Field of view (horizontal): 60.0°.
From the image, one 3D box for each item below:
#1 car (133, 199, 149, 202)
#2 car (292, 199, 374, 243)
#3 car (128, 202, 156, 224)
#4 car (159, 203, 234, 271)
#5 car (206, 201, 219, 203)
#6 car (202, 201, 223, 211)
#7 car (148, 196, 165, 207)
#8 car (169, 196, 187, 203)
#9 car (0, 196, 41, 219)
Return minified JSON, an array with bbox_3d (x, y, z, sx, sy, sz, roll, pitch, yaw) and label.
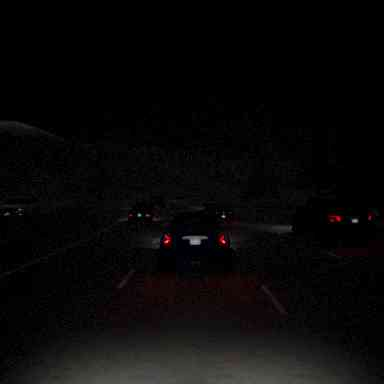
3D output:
[{"bbox_3d":[-7.850,1.959,48.563,1.895,1.301,4.718,0,0,-14],"label":"car"},{"bbox_3d":[6.966,1.351,17.094,2.150,2.045,5.566,0,0,-2],"label":"car"},{"bbox_3d":[-4.059,1.743,26.423,2.033,1.411,5.357,0,0,-6],"label":"car"},{"bbox_3d":[0.068,1.436,11.420,2.097,1.767,4.553,0,-1,-1],"label":"car"},{"bbox_3d":[2.440,1.829,30.766,1.895,1.301,4.718,0,0,-7],"label":"car"},{"bbox_3d":[2.915,1.960,48.612,1.895,1.301,4.718,0,0,-13],"label":"car"},{"bbox_3d":[-5.931,1.626,54.651,2.150,2.045,5.566,0,0,-16],"label":"car"},{"bbox_3d":[-2.348,1.628,54.849,2.150,2.045,5.566,0,0,-16],"label":"car"},{"bbox_3d":[-15.312,1.437,29.706,2.150,2.045,5.566,0,0,-7],"label":"car"}]
